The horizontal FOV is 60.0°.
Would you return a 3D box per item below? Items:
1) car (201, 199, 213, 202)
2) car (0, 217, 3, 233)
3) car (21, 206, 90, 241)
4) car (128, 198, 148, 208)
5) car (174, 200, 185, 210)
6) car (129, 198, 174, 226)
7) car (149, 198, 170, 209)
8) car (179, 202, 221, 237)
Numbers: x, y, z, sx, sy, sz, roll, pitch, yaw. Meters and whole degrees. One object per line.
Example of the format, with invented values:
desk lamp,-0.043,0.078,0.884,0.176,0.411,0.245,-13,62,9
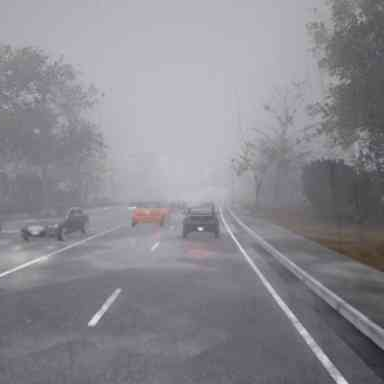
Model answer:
car,1.776,1.544,39.556,1.812,1.442,4.674,0,0,4
car,-10.261,1.503,14.435,1.837,1.490,4.892,0,0,1
car,-6.684,1.493,16.777,2.128,1.511,4.902,0,0,2
car,-8.047,1.579,49.864,1.994,1.385,4.181,0,0,5
car,-1.638,1.617,40.621,1.895,1.301,4.718,0,0,4
car,-2.761,1.361,23.433,2.097,1.767,4.553,0,0,3
car,-4.677,1.564,48.439,2.033,1.411,5.357,0,0,5
car,0.510,1.513,18.292,1.837,1.490,4.892,0,0,2
